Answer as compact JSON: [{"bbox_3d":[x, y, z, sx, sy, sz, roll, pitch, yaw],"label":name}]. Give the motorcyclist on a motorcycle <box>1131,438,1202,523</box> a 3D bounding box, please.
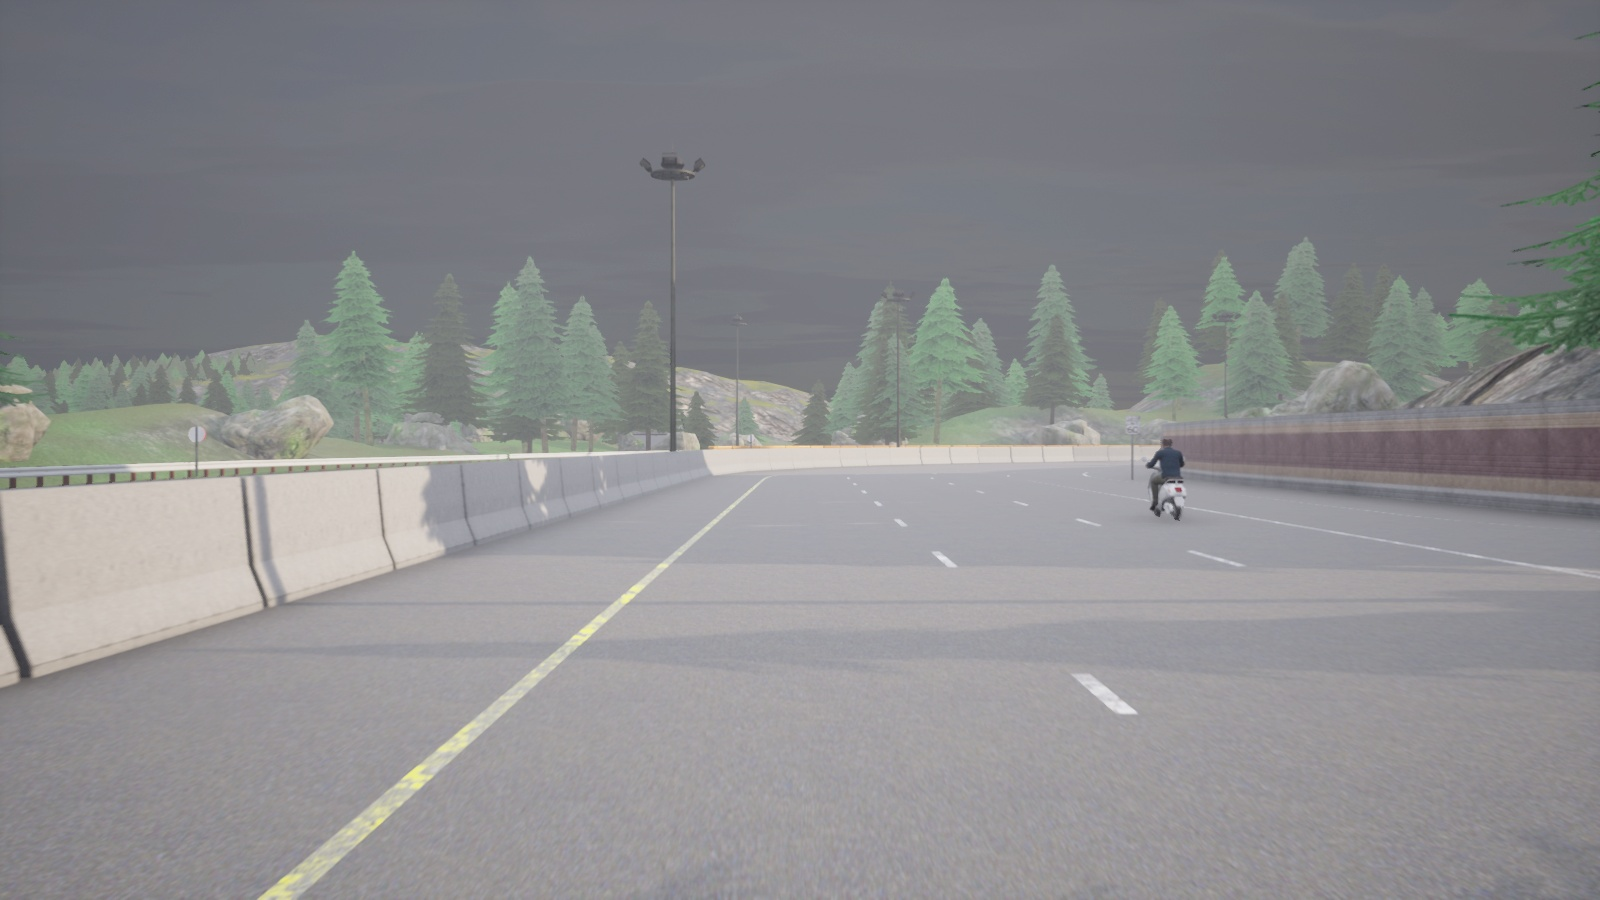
[{"bbox_3d":[7.133,0.568,24.530,0.866,1.590,1.817,0,0,0],"label":"motorcyclist on a motorcycle"}]
